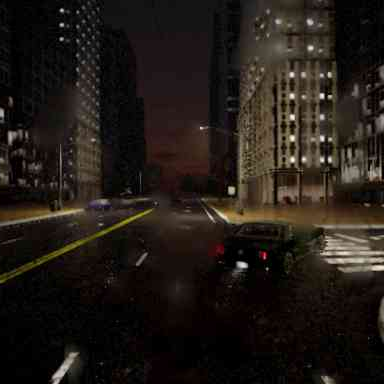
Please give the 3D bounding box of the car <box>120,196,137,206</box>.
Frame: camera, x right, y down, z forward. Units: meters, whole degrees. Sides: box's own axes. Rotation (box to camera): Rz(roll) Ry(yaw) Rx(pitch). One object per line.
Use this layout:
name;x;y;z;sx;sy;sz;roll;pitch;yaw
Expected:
car;-9.813;1.403;51.933;1.812;1.442;4.674;0;0;0

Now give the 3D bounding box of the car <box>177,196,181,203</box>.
car;-3.147;1.400;62.734;2.033;1.411;5.357;0;0;0

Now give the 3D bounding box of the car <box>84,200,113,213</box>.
car;-9.840;1.517;35.237;1.895;1.301;4.718;0;0;0

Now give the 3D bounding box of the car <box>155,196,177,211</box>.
car;-3.147;1.472;38.844;1.994;1.385;4.181;0;0;0

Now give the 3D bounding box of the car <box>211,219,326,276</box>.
car;2.622;1.506;10.355;1.895;1.301;4.718;0;2;37
